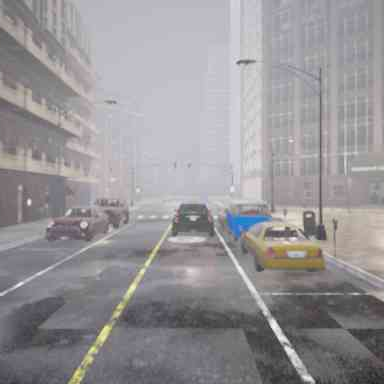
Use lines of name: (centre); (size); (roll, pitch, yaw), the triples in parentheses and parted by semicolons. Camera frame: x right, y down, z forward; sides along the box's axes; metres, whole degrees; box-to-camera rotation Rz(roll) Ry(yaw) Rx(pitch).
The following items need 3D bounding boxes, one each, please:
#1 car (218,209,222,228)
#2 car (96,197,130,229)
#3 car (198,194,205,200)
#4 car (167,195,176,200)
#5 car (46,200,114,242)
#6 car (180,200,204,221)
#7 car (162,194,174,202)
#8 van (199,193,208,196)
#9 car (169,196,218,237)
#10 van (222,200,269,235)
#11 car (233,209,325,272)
car: (2.569, 1.453, 21.554); (1.752, 1.417, 4.829); (0, 0, 0)
car: (-5.309, 1.243, 21.376); (2.192, 1.841, 5.009); (0, 0, 0)
car: (2.567, 1.371, 92.587); (1.887, 1.381, 4.507); (0, 0, 0)
car: (-5.313, 1.392, 87.036); (1.947, 1.339, 4.313); (0, 0, 0)
car: (-5.310, 1.384, 15.841); (1.967, 1.590, 4.097); (0, 0, 0)
car: (0.000, 1.438, 27.115); (1.812, 1.442, 4.674); (0, 0, 0)
car: (-5.312, 1.360, 70.208); (1.752, 1.417, 4.829); (0, 0, 0)
van: (2.568, 1.176, 70.378); (1.690, 1.788, 3.998); (0, 0, 0)
car: (0.064, 1.290, 17.799); (2.097, 1.767, 4.553); (0, 0, 0)
van: (2.571, 1.286, 15.846); (1.690, 1.788, 3.998); (0, 0, 0)
car: (2.570, 1.487, 10.483); (1.752, 1.417, 4.829); (0, 0, 0)
